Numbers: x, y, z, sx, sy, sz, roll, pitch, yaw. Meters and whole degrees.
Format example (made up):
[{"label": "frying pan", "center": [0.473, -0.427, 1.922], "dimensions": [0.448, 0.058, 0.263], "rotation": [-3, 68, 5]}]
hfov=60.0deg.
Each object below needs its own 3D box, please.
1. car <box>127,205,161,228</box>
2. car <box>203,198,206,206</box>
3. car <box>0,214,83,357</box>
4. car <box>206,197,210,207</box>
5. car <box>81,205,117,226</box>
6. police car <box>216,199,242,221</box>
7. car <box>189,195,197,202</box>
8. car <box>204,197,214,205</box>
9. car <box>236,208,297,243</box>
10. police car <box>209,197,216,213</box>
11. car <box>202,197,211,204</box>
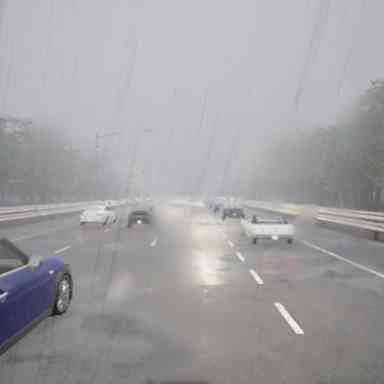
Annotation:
[{"label": "car", "center": [-3.392, 1.673, 23.846], "dimensions": [1.837, 1.490, 4.892], "rotation": [0, 0, 0]}, {"label": "car", "center": [3.624, 1.819, 62.845], "dimensions": [2.097, 1.767, 4.553], "rotation": [0, 0, 0]}, {"label": "car", "center": [-3.400, 1.384, 4.757], "dimensions": [2.097, 1.767, 4.553], "rotation": [0, 0, 0]}, {"label": "car", "center": [3.575, 1.887, 51.885], "dimensions": [1.837, 1.490, 4.892], "rotation": [0, 0, 0]}, {"label": "car", "center": [-6.891, 1.699, 24.766], "dimensions": [1.812, 1.442, 4.674], "rotation": [0, 0, 0]}, {"label": "police car", "center": [3.515, 1.638, 30.023], "dimensions": [1.930, 1.638, 5.238], "rotation": [0, 0, 0]}, {"label": "car", "center": [0.274, 2.110, 94.924], "dimensions": [2.033, 1.411, 5.357], "rotation": [0, 0, 0]}, {"label": "car", "center": [3.676, 1.903, 73.845], "dimensions": [2.097, 1.767, 4.553], "rotation": [0, 0, 0]}, {"label": "car", "center": [3.603, 1.714, 16.589], "dimensions": [1.895, 1.301, 4.718], "rotation": [0, 0, 0]}, {"label": "police car", "center": [3.539, 1.723, 41.009], "dimensions": [1.930, 1.638, 5.238], "rotation": [0, 0, 0]}, {"label": "car", "center": [3.728, 2.139, 84.903], "dimensions": [2.163, 1.488, 4.792], "rotation": [0, 0, 0]}]
